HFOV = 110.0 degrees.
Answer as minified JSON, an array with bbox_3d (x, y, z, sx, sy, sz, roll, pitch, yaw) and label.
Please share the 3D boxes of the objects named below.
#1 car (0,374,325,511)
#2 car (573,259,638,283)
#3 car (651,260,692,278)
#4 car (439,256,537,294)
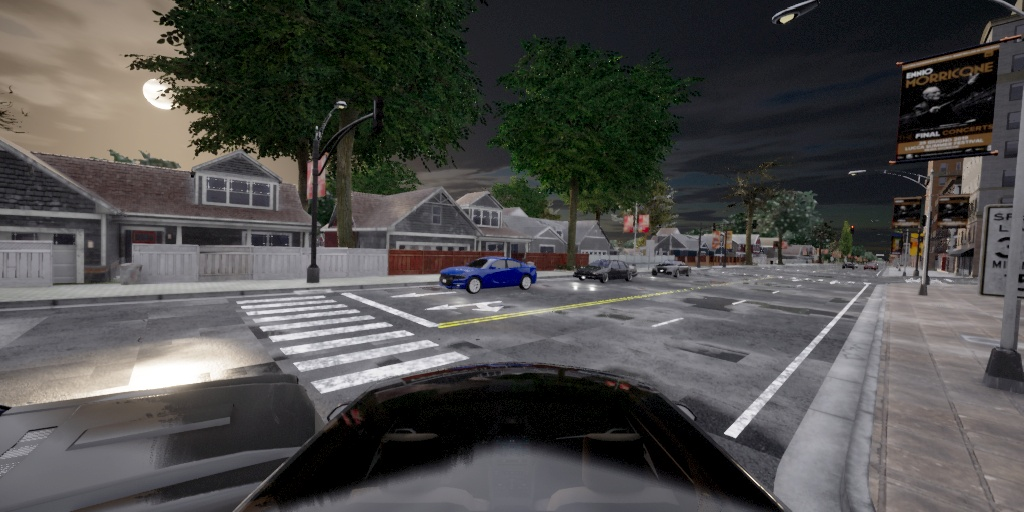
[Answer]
[{"bbox_3d":[-3.317,1.273,1.403,4.718,1.301,1.895,1,2,-33],"label":"car"},{"bbox_3d":[6.249,0.924,23.421,5.357,1.411,2.033,1,2,-43],"label":"car"},{"bbox_3d":[13.509,1.024,30.276,4.181,1.385,1.994,1,2,-44],"label":"car"},{"bbox_3d":[-0.980,0.776,16.567,5.008,1.535,1.882,1,3,-43],"label":"car"}]
